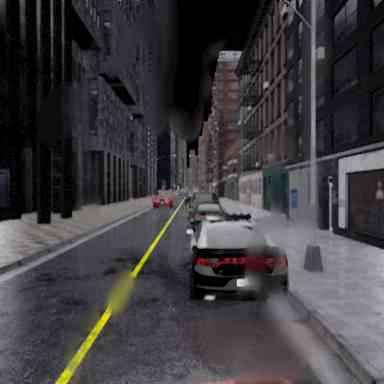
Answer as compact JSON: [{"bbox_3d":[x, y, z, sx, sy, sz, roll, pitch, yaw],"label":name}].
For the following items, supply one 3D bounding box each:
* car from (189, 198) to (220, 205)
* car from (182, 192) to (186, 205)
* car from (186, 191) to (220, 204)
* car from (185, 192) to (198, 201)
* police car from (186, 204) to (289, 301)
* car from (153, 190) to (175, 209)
[{"bbox_3d":[0.873,1.299,18.190,1.837,1.490,4.892,0,1,0],"label":"car"},{"bbox_3d":[-0.058,0.993,45.729,1.837,1.490,4.892,0,0,0],"label":"car"},{"bbox_3d":[0.865,0.952,24.217,2.150,2.045,5.566,0,1,0],"label":"car"},{"bbox_3d":[-0.088,0.820,60.031,2.128,1.511,4.902,0,1,0],"label":"car"},{"bbox_3d":[0.887,1.330,8.299,1.930,1.638,5.238,0,1,0],"label":"police car"},{"bbox_3d":[-3.154,0.797,37.827,2.150,2.045,5.566,0,1,0],"label":"car"}]
